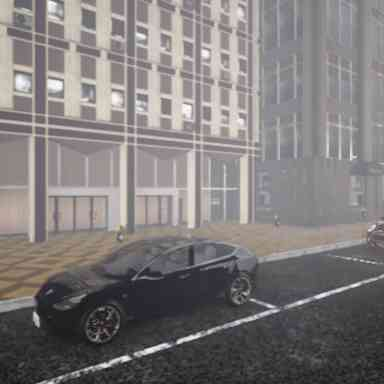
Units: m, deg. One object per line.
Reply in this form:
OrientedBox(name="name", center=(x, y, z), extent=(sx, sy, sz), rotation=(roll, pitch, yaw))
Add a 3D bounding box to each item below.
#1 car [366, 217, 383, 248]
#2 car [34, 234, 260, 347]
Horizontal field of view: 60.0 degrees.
OrientedBox(name="car", center=(8.471, 1.339, 12.767), extent=(4.097, 1.590, 1.967), rotation=(-1, 1, -35))
OrientedBox(name="car", center=(-0.585, 1.545, 6.313), extent=(4.313, 1.339, 1.947), rotation=(0, 1, -35))
